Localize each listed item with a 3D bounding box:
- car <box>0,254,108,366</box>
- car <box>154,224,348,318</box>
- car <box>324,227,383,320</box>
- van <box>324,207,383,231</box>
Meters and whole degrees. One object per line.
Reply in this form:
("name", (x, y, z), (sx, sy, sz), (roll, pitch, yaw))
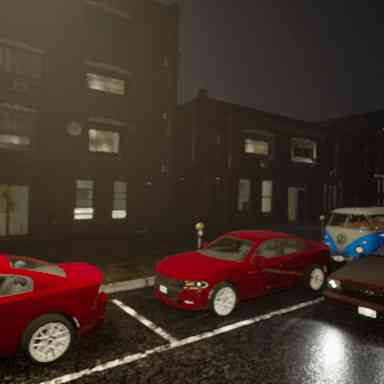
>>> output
("car", (-3.364, 1.543, 4.236), (4.507, 1.381, 1.887), (0, 1, -35))
("car", (1.305, 1.568, 7.474), (4.507, 1.381, 1.887), (0, 1, -35))
("car", (5.039, 1.583, 6.958), (5.357, 1.411, 2.033), (0, 0, -35))
("van", (5.938, 1.390, 10.775), (3.998, 1.788, 1.690), (0, 1, -35))
